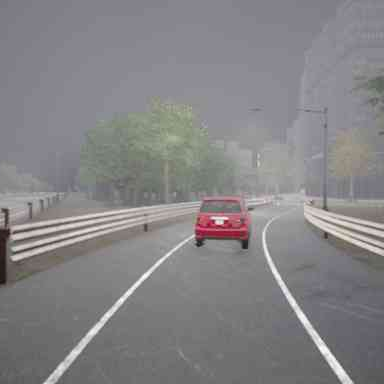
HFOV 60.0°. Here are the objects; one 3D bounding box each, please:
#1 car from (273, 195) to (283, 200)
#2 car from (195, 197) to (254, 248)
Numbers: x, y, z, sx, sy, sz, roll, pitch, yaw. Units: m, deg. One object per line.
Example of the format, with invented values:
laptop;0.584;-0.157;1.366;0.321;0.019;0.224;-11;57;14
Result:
car;23.301;1.535;90.141;1.994;1.385;4.181;0;0;4
car;1.554;1.229;15.104;2.150;2.045;5.566;0;0;11
